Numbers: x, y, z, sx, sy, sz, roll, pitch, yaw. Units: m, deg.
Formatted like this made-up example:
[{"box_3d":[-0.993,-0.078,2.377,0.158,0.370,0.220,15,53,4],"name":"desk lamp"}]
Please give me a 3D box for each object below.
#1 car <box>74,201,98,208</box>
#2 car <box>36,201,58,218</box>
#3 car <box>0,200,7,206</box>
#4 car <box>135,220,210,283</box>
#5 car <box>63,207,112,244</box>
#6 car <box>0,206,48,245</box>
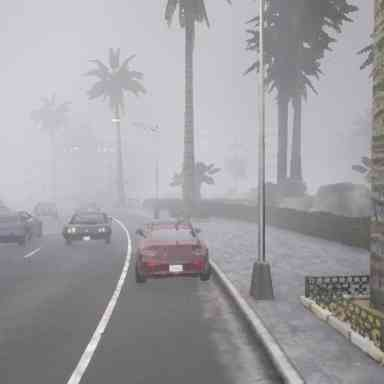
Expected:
[{"box_3d":[-9.899,1.557,31.199,1.994,1.385,4.181,0,0,-25],"name":"car"},{"box_3d":[-12.953,1.537,29.500,2.033,1.411,5.357,0,0,-24],"name":"car"},{"box_3d":[-14.227,1.338,23.315,2.097,1.767,4.553,0,0,-20],"name":"car"},{"box_3d":[-0.649,1.525,9.663,1.812,1.442,4.674,0,0,-7],"name":"car"},{"box_3d":[-4.771,1.598,15.773,1.895,1.301,4.718,0,0,-12],"name":"car"},{"box_3d":[-8.241,1.558,15.236,1.994,1.385,4.181,0,0,-13],"name":"car"}]
